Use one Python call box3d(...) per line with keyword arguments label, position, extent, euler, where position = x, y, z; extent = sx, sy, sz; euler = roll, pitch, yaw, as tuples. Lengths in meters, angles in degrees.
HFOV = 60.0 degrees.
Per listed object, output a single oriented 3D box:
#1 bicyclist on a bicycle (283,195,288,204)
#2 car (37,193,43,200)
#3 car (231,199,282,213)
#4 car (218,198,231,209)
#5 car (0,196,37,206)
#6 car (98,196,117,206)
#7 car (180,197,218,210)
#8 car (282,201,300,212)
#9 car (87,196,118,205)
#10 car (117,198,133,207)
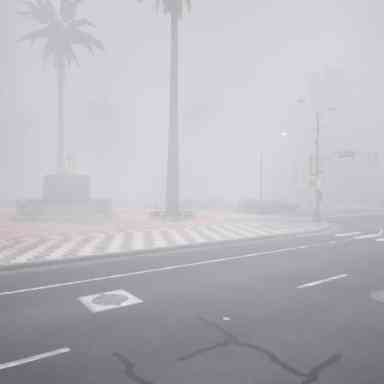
box3d(label="bicyclist on a bicycle", position=(15.278, 1.301, 54.491), extent=(0.582, 1.620, 1.656), euler=(0, 0, 42))
box3d(label="car", position=(-26.043, 1.221, 58.561), extent=(5.566, 2.045, 2.150), euler=(0, 0, -10))
box3d(label="car", position=(7.033, 1.505, 36.528), extent=(1.837, 1.490, 4.892), euler=(0, 0, -39))
box3d(label="car", position=(3.336, 1.504, 45.169), extent=(4.892, 1.490, 1.837), euler=(0, 0, 36))
box3d(label="car", position=(-28.646, 1.505, 54.335), extent=(4.892, 1.490, 1.837), euler=(0, 0, -14))
box3d(label="car", position=(-14.192, 1.547, 48.476), extent=(5.357, 1.411, 2.033), euler=(0, 0, 5))
box3d(label="car", position=(0.568, 1.526, 42.940), extent=(4.674, 1.442, 1.812), euler=(0, 0, 34))
box3d(label="car", position=(9.974, 1.601, 38.462), extent=(1.895, 1.301, 4.718), euler=(0, 0, -39))
box3d(label="car", position=(-15.835, 1.492, 59.127), extent=(4.902, 1.511, 2.128), euler=(0, 0, 2))
box3d(label="car", position=(-11.256, 1.564, 51.552), extent=(4.181, 1.385, 1.994), euler=(0, 0, 9))
